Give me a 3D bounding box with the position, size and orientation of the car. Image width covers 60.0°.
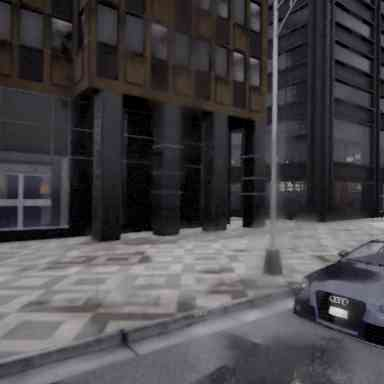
[{"bbox_3d":[3.775,1.586,6.005,4.181,1.385,1.994,0,0,-35],"label":"car"}]
